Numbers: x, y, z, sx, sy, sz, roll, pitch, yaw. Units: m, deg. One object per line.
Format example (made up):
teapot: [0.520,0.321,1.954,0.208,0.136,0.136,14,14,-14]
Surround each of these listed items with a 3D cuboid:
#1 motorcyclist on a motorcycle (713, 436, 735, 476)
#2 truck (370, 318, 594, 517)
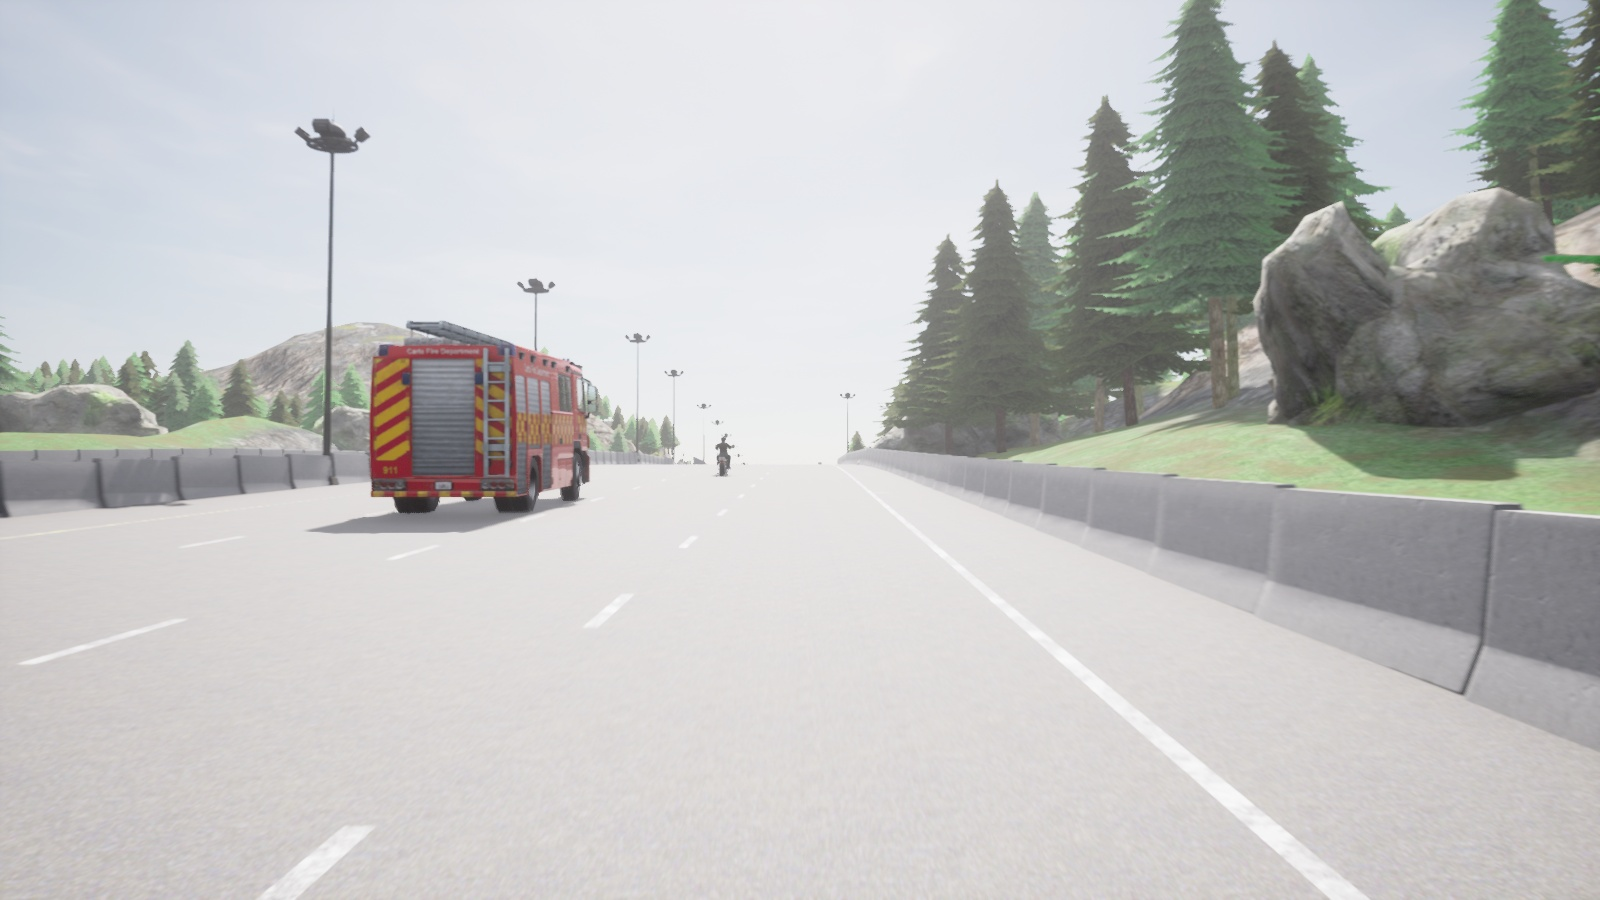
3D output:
motorcyclist on a motorcycle: [-3.185,0.251,52.516,0.766,1.649,2.350,0,0,0]
truck: [-6.822,-0.659,28.445,2.891,3.827,8.468,0,1,0]
